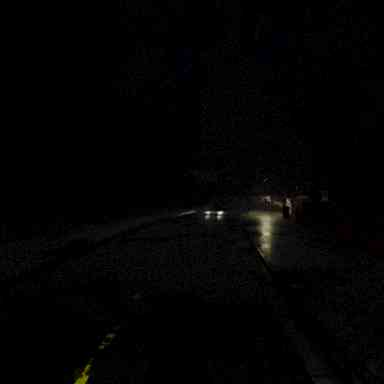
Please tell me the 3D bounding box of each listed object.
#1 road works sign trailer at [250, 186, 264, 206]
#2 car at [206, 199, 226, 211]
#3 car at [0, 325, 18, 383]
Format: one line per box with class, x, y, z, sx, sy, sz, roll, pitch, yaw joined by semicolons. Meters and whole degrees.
road works sign trailer;12.426;0.732;62.900;2.380;3.560;2.880;0;-1;24
car;3.205;1.639;43.837;1.882;1.535;5.008;0;0;15
car;-2.776;1.597;1.228;1.895;1.301;4.718;0;0;1
